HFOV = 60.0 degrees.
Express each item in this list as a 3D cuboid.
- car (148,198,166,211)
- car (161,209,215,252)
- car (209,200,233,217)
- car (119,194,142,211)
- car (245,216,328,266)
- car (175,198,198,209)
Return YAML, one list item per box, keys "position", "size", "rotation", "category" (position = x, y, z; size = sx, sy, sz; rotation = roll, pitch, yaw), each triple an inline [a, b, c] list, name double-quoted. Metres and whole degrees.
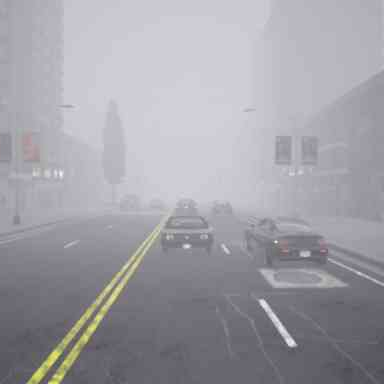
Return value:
- position: [-4.153, 1.488, 40.417]
  size: [1.882, 1.535, 5.008]
  rotation: [0, 0, -1]
  category: "car"
- position: [-0.213, 1.612, 13.901]
  size: [1.895, 1.301, 4.718]
  rotation: [0, 0, -1]
  category: "car"
- position: [2.707, 1.511, 31.327]
  size: [2.128, 1.511, 4.902]
  rotation: [0, 0, -1]
  category: "car"
- position: [-7.411, 1.228, 40.716]
  size: [2.150, 2.045, 5.566]
  rotation: [0, 0, -1]
  category: "car"
- position: [3.072, 1.538, 11.474]
  size: [1.812, 1.442, 4.674]
  rotation: [0, 0, -1]
  category: "car"
- position: [-0.537, 1.368, 31.031]
  size: [2.097, 1.767, 4.553]
  rotation: [0, 0, -1]
  category: "car"
